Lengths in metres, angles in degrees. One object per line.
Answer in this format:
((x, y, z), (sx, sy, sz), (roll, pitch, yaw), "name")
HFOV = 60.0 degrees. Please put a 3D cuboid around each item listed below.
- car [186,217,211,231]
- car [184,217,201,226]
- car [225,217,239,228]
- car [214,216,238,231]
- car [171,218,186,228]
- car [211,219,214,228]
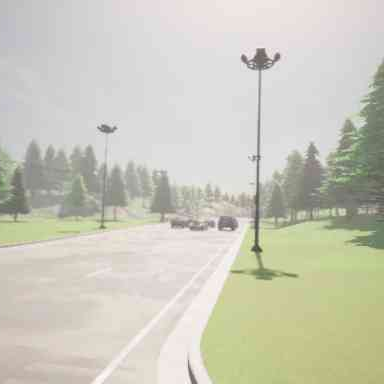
((0.886, 4.492, 44.880), (1.895, 1.301, 4.718), (1, -4, 11), "car")
((0.133, 5.310, 59.938), (2.128, 1.511, 4.902), (1, -4, 11), "car")
((7.082, 5.343, 59.010), (2.097, 1.767, 4.553), (1, -4, 11), "car")
((5.000, 4.424, 47.627), (2.150, 2.045, 5.566), (1, -3, 11), "car")
((-1.809, 4.573, 49.308), (2.128, 1.511, 4.902), (1, -4, 10), "car")
((2.692, 5.141, 55.024), (2.033, 1.411, 5.357), (1, -4, 10), "car")
